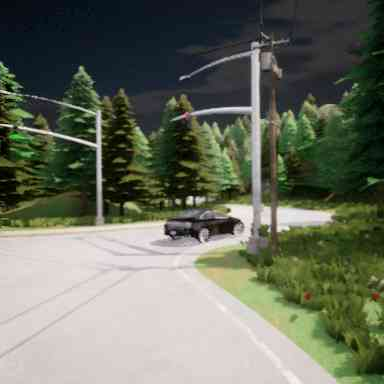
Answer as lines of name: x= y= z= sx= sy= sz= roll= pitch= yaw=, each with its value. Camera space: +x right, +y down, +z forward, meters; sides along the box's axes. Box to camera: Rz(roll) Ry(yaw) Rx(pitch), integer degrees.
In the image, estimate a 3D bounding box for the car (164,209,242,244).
car: x=0.742 y=1.580 z=16.473 sx=2.128 sy=1.511 sz=4.902 roll=-2 pitch=-1 yaw=40
